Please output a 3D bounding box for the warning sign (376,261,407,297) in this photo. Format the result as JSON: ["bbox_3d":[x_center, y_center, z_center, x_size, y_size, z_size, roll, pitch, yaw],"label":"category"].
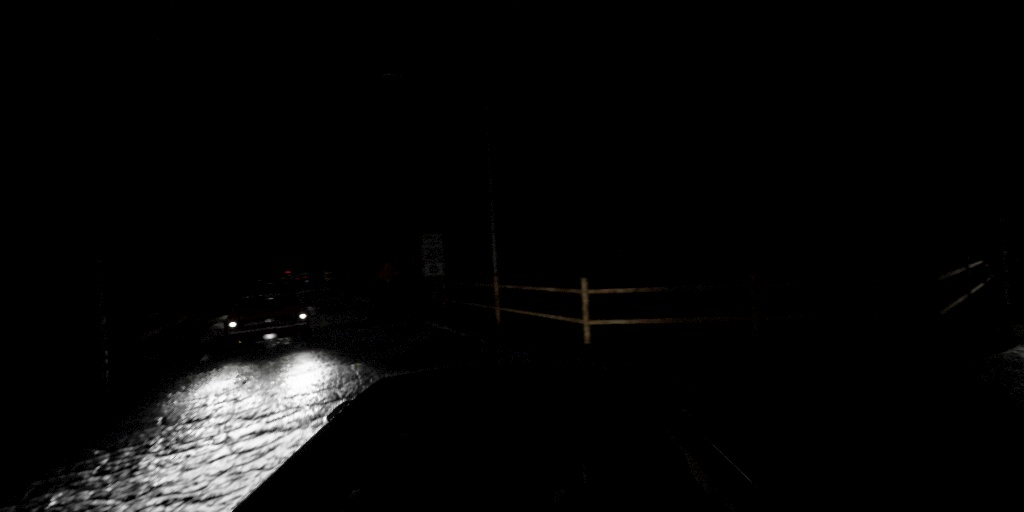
[{"bbox_3d":[-6.626,1.218,19.351,1.300,1.860,1.060,0,0,-34],"label":"warning sign"}]

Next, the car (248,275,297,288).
[{"bbox_3d":[-13.337,2.029,19.816,1.994,1.385,4.181,-3,0,-33],"label":"car"}]

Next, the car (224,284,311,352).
[{"bbox_3d":[-7.209,1.737,10.683,1.895,1.301,4.718,-3,0,-34],"label":"car"}]

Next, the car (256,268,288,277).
[{"bbox_3d":[-24.196,2.268,36.044,2.150,2.045,5.566,-3,0,-33],"label":"car"}]

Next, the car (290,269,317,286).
[{"bbox_3d":[-21.132,2.357,36.589,1.882,1.535,5.008,-3,0,-33],"label":"car"}]

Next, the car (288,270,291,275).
[{"bbox_3d":[-27.077,2.760,45.365,1.994,1.385,4.181,-3,0,-34],"label":"car"}]
